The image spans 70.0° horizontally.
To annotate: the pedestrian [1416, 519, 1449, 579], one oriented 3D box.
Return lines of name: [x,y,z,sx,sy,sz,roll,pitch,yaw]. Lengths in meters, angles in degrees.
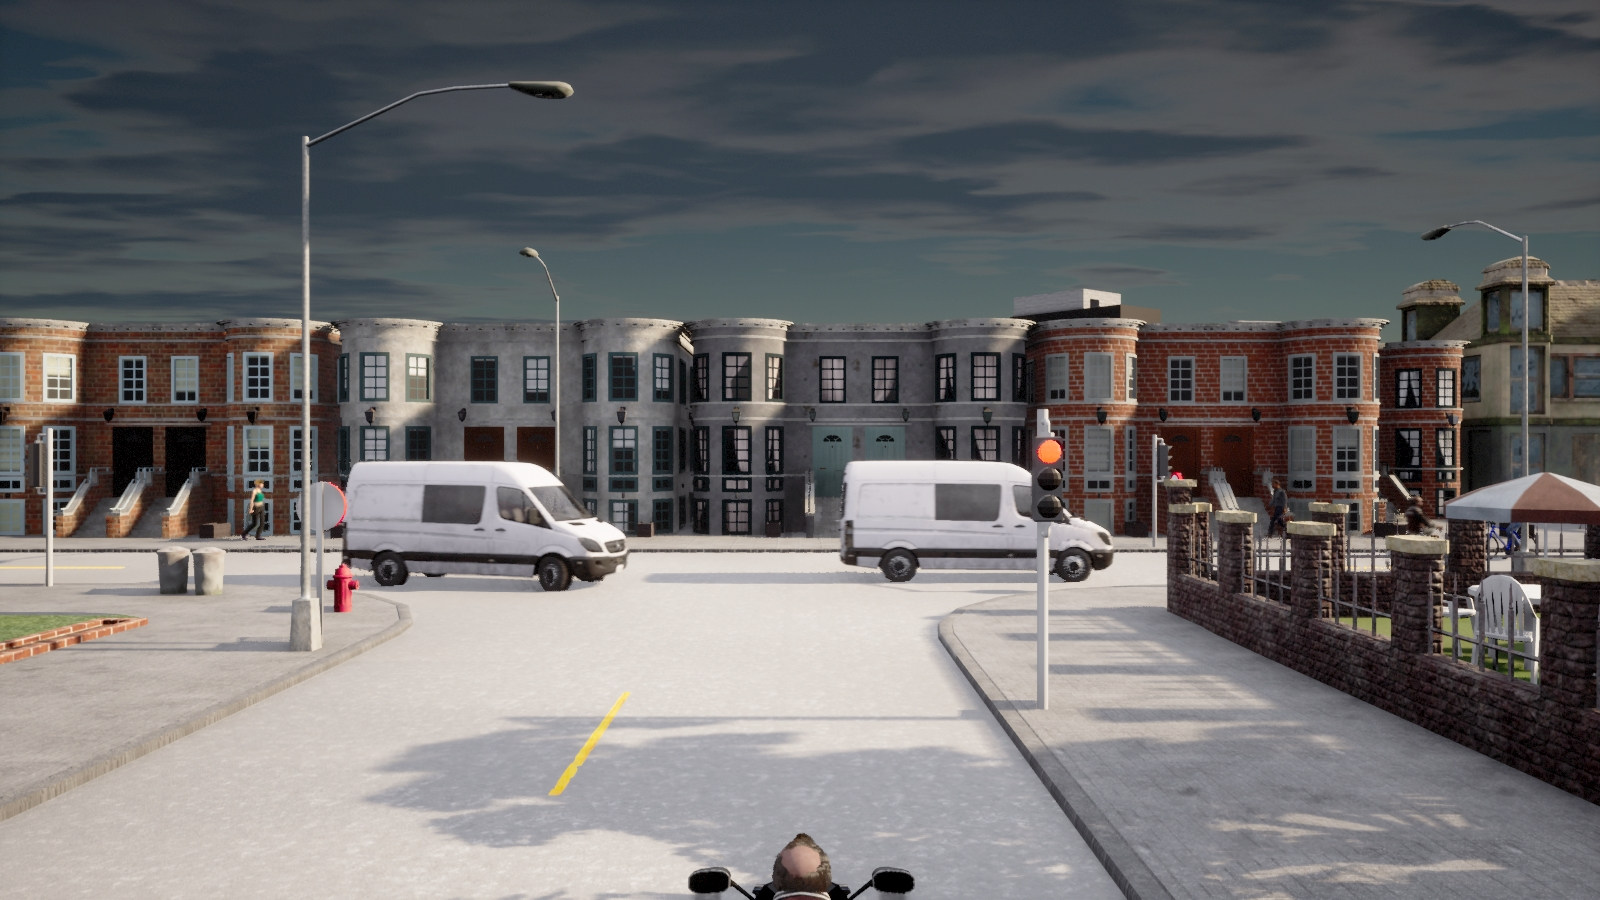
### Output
pedestrian: [12.120,1.888,21.894,0.500,1.100,0.500,0,0,23]

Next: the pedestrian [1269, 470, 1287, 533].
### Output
pedestrian: [14.095,1.511,33.689,0.375,1.860,0.375,0,0,5]

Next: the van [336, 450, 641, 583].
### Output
van: [-6.466,1.305,23.806,5.915,2.561,1.988,0,-1,14]

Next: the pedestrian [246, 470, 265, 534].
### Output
pedestrian: [-15.913,1.511,33.383,0.375,1.860,0.375,0,0,7]

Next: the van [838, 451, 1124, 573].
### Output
van: [3.824,1.304,24.920,5.915,2.561,1.988,0,0,0]
